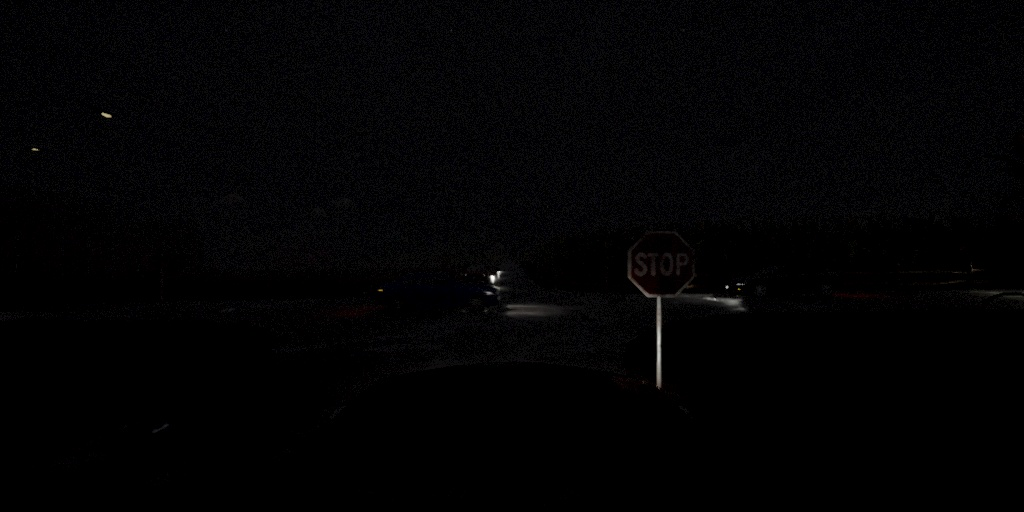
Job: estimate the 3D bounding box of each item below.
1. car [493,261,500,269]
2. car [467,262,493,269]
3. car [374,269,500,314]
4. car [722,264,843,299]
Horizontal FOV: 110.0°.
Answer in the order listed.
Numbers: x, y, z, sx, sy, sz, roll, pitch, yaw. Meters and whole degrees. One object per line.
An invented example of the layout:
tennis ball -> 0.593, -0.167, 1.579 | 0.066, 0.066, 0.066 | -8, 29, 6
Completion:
car -> -2.815, 1.576, 42.587 | 1.994, 1.385, 4.181 | 0, 0, 0
car -> -2.827, 1.404, 29.373 | 1.882, 1.535, 5.008 | 0, 0, 0
car -> -2.853, 1.365, 13.852 | 4.674, 1.442, 1.812 | 0, 0, 0
car -> 12.479, 1.136, 16.728 | 4.892, 1.490, 1.837 | -2, 0, 1
